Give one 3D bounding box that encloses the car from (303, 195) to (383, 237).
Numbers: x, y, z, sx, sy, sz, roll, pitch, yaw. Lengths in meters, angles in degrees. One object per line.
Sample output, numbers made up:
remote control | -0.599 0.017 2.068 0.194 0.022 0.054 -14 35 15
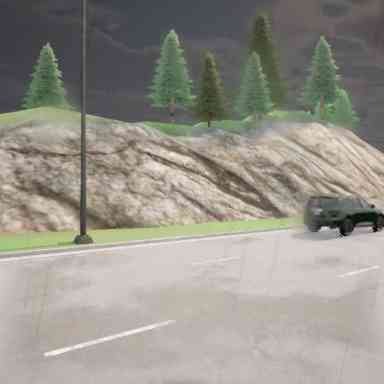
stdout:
car | 8.496 1.214 18.430 5.566 2.045 2.150 1 -1 -36
